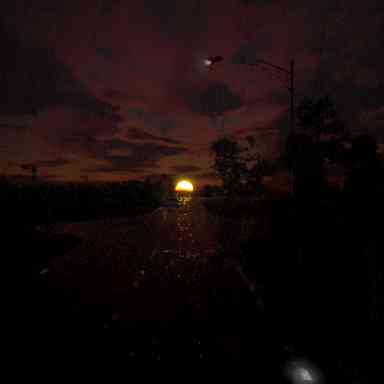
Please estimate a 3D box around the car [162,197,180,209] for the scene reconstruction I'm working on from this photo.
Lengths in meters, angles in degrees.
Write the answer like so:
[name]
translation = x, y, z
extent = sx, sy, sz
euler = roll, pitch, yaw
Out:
[car]
translation = -2.730, 1.446, 44.166
extent = 1.812, 1.442, 4.674
euler = 0, 1, 0
